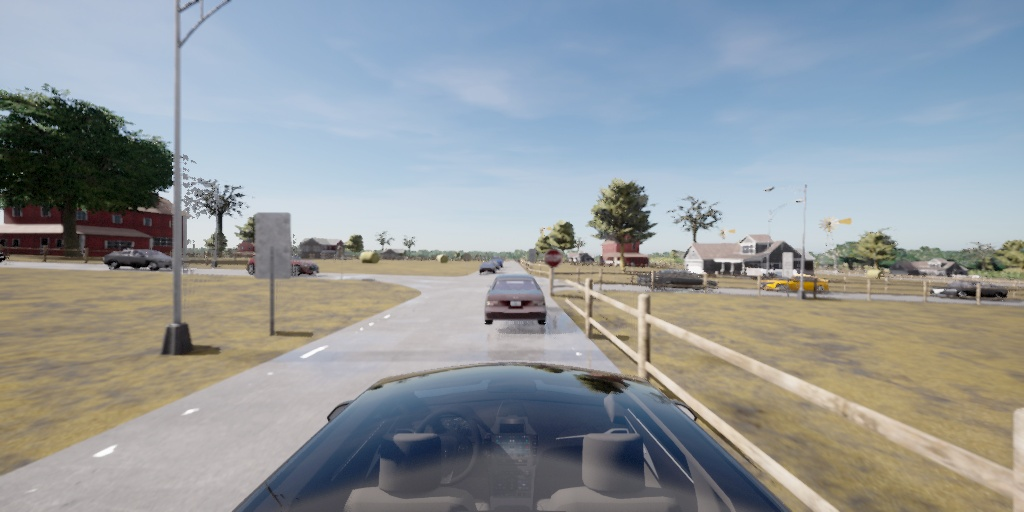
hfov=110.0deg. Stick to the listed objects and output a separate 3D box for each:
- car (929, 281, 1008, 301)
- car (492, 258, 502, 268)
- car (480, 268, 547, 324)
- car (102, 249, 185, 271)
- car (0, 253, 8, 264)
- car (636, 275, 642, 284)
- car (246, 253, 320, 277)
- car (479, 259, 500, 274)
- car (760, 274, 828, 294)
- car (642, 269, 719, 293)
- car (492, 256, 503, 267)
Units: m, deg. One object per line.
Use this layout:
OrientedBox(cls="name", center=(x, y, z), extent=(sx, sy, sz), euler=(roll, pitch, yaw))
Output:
OrientedBox(cls="car", center=(37.294, 2.810, 29.372), extent=(4.902, 1.511, 2.128), euler=(2, 0, 0))
OrientedBox(cls="car", center=(-2.833, 1.337, 52.654), extent=(1.812, 1.442, 4.674), euler=(0, 0, 0))
OrientedBox(cls="car", center=(0.096, 1.304, 11.999), extent=(2.033, 1.411, 5.357), euler=(0, 0, 0))
OrientedBox(cls="car", center=(-26.955, 0.289, 26.353), extent=(4.902, 1.511, 2.128), euler=(2, 0, 0))
OrientedBox(cls="car", center=(-40.451, -0.088, 26.352), extent=(4.718, 1.301, 1.895), euler=(2, 0, 0))
OrientedBox(cls="car", center=(12.699, 1.826, 29.307), extent=(4.892, 1.490, 1.837), euler=(2, 0, -2))
OrientedBox(cls="car", center=(-16.701, 0.531, 26.367), extent=(4.553, 1.767, 2.097), euler=(2, 0, 0))
OrientedBox(cls="car", center=(-2.847, 1.345, 42.882), extent=(2.033, 1.411, 5.357), euler=(0, 0, 0))
OrientedBox(cls="car", center=(22.931, 2.206, 29.369), extent=(5.008, 1.535, 1.882), euler=(3, 0, 0))
OrientedBox(cls="car", center=(12.595, 1.818, 26.467), extent=(4.892, 1.490, 1.837), euler=(2, -1, 0))
OrientedBox(cls="car", center=(-2.770, 1.057, 64.753), extent=(2.150, 2.045, 5.566), euler=(0, 0, 0))
